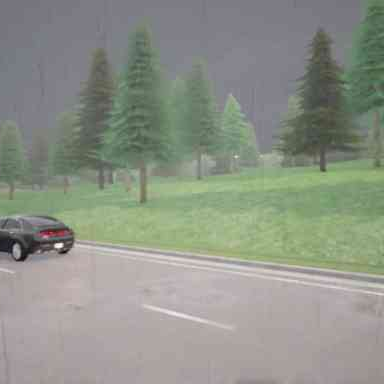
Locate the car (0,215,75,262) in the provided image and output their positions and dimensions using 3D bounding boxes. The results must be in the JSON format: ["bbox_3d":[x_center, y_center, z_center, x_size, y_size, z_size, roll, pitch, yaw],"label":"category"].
[{"bbox_3d":[-6.539,1.644,12.847,4.892,1.490,1.837,-1,-1,36],"label":"car"}]
